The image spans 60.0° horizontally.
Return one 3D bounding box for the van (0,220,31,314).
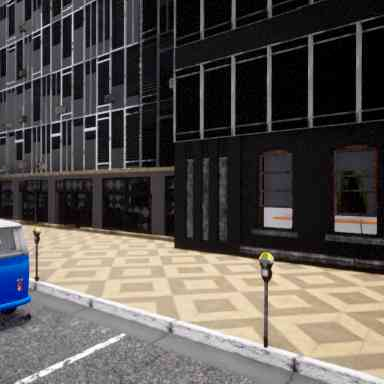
[{"bbox_3d":[-4.728,1.340,6.260,3.998,1.788,1.690,0,0,36],"label":"van"}]
